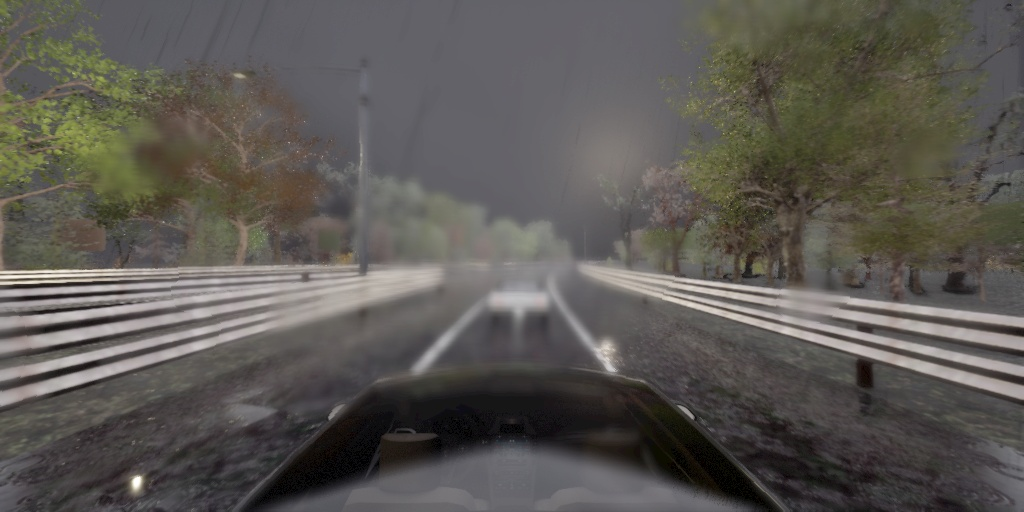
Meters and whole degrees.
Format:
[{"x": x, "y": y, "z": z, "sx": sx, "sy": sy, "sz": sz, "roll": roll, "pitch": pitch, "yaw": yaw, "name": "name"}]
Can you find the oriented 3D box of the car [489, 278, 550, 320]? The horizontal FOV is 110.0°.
[{"x": 0.352, "y": 1.472, "z": 13.237, "sx": 1.895, "sy": 1.301, "sz": 4.718, "roll": 0, "pitch": -1, "yaw": 3, "name": "car"}]
